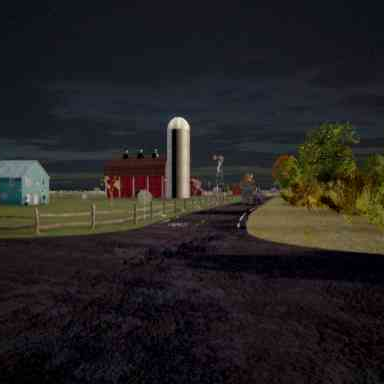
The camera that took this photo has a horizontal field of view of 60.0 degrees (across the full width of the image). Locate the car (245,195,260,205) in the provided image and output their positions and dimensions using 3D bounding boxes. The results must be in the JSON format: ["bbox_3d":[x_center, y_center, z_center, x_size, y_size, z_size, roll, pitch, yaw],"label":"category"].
[{"bbox_3d":[9.965,1.451,55.947,1.837,1.490,4.892,0,0,15],"label":"car"}]

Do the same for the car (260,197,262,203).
[{"bbox_3d":[12.690,1.303,65.977,2.097,1.767,4.553,0,0,15],"label":"car"}]
